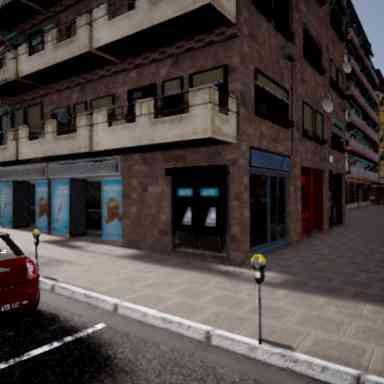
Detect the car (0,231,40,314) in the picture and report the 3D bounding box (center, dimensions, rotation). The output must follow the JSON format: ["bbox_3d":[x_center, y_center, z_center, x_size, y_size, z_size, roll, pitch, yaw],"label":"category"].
[{"bbox_3d":[-4.684,1.335,6.197,4.097,1.590,1.967,1,0,36],"label":"car"}]
